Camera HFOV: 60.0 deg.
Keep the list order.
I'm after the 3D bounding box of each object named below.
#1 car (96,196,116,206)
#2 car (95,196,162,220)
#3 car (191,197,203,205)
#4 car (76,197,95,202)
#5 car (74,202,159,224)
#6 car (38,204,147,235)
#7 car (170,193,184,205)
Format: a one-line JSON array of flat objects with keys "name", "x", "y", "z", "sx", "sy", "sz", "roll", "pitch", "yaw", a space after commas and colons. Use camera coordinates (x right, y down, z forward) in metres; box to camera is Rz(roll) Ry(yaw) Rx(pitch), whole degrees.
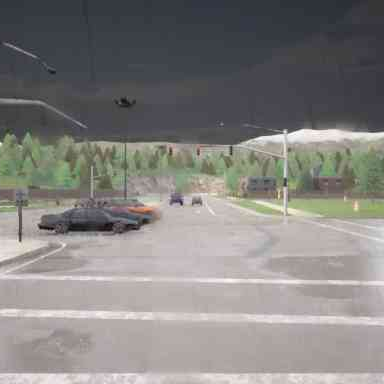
[{"name": "car", "x": -14.323, "y": 1.478, "z": 55.486, "sx": 1.882, "sy": 1.535, "sz": 5.008, "roll": 0, "pitch": 0, "yaw": 1}, {"name": "car", "x": -4.535, "y": 1.352, "z": 25.121, "sx": 4.553, "sy": 1.767, "sz": 2.097, "roll": 0, "pitch": 0, "yaw": 0}, {"name": "car", "x": 0.883, "y": 1.547, "z": 58.264, "sx": 2.033, "sy": 1.411, "sz": 5.357, "roll": 0, "pitch": 0, "yaw": 1}, {"name": "car", "x": -14.491, "y": 1.505, "z": 45.176, "sx": 1.837, "sy": 1.490, "sz": 4.892, "roll": 0, "pitch": 0, "yaw": 1}, {"name": "car", "x": -5.093, "y": 1.547, "z": 21.625, "sx": 5.357, "sy": 1.411, "sz": 2.033, "roll": 0, "pitch": 0, "yaw": 0}, {"name": "car", "x": -5.416, "y": 1.547, "z": 18.127, "sx": 5.357, "sy": 1.411, "sz": 2.033, "roll": 0, "pitch": 0, "yaw": 0}, {"name": "car", "x": -2.631, "y": 1.222, "z": 57.371, "sx": 2.150, "sy": 2.045, "sz": 5.566, "roll": 0, "pitch": 0, "yaw": 1}]
